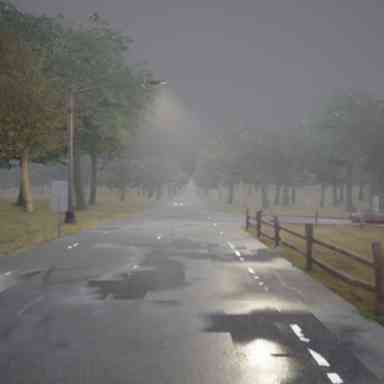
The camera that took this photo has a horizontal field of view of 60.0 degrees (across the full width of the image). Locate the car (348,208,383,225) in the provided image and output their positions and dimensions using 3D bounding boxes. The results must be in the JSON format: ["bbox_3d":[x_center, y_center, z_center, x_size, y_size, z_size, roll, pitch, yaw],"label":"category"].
[{"bbox_3d":[18.327,2.451,33.552,4.553,1.767,2.097,2,2,0],"label":"car"}]

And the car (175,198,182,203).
[{"bbox_3d":[-3.464,2.185,85.869,1.895,1.301,4.718,0,0,0],"label":"car"}]
